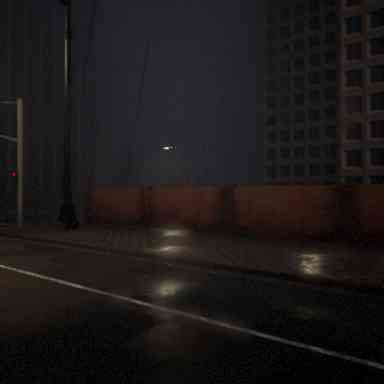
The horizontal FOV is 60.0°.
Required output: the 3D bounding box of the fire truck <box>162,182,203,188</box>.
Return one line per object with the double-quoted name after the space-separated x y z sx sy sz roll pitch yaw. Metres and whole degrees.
-1.539 0.379 55.830 2.891 3.827 8.468 0 0 35 "fire truck"
